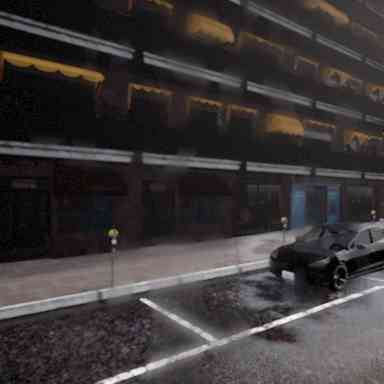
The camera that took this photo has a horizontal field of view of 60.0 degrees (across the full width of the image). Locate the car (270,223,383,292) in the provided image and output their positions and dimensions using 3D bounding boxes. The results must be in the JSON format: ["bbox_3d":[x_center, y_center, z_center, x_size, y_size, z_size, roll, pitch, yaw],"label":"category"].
[{"bbox_3d":[3.997,1.540,8.935,4.313,1.339,1.947,0,1,-35],"label":"car"}]
